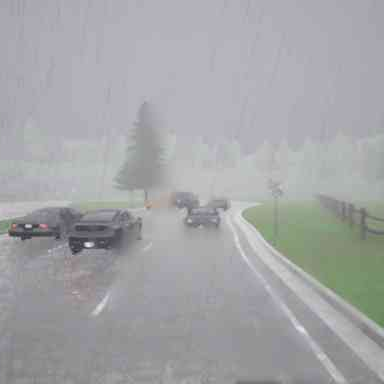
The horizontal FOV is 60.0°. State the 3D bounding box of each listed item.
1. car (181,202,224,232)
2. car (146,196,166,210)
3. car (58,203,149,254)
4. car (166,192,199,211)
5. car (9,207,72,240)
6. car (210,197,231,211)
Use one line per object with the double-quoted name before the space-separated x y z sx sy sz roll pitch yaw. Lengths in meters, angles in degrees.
"car" 0.655 1.466 18.928 1.895 1.301 4.718 0 0 4
"car" -3.671 1.208 37.906 1.882 1.535 5.008 0 0 13
"car" -3.167 1.412 13.046 1.837 1.490 4.892 0 0 3
"car" -0.689 0.969 35.539 2.150 2.045 5.566 0 0 13
"car" -6.532 1.432 16.124 2.033 1.411 5.357 0 0 3
"car" 3.107 1.234 36.299 2.128 1.511 4.902 0 0 13
